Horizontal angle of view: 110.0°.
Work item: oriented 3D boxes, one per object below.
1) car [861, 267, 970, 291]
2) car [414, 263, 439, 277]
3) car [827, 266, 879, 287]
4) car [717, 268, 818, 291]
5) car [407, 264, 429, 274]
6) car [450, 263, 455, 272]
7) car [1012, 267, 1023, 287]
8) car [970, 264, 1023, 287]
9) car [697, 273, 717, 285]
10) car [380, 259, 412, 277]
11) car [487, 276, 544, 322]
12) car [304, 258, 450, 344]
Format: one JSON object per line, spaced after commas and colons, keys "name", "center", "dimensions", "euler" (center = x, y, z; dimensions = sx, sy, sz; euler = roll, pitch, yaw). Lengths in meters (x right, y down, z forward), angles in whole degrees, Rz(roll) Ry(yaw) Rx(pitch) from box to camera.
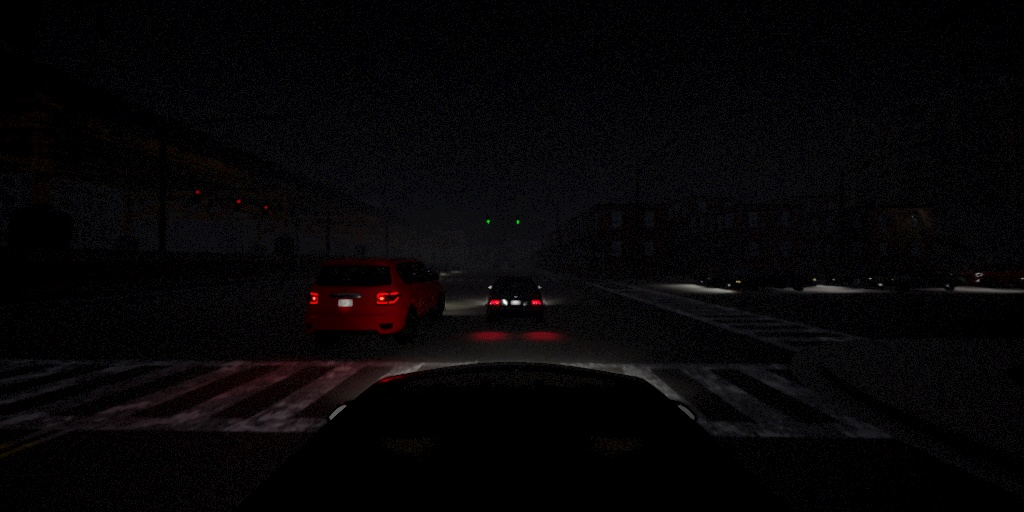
{"name": "car", "center": [26.557, 1.594, 23.720], "dimensions": [4.718, 1.301, 1.895], "euler": [0, -1, 0]}
{"name": "car", "center": [-10.583, 1.708, 44.559], "dimensions": [1.882, 1.535, 5.008], "euler": [0, -1, 0]}
{"name": "car", "center": [26.835, 1.537, 27.219], "dimensions": [4.892, 1.490, 1.837], "euler": [0, -1, 0]}
{"name": "car", "center": [17.001, 1.542, 23.730], "dimensions": [5.357, 1.411, 2.033], "euler": [0, -1, 0]}
{"name": "car", "center": [-14.016, 1.896, 53.623], "dimensions": [1.994, 1.385, 4.181], "euler": [0, -1, 2]}
{"name": "car", "center": [-10.527, 1.888, 54.576], "dimensions": [2.033, 1.411, 5.357], "euler": [0, -1, 0]}
{"name": "car", "center": [36.897, 1.593, 23.694], "dimensions": [4.718, 1.301, 1.895], "euler": [0, -1, 0]}
{"name": "car", "center": [36.297, 1.383, 27.198], "dimensions": [4.553, 1.767, 2.097], "euler": [0, -1, 0]}
{"name": "car", "center": [17.107, 1.581, 27.214], "dimensions": [5.357, 1.411, 2.033], "euler": [0, -1, 2]}
{"name": "car", "center": [-14.082, 1.444, 43.856], "dimensions": [2.150, 2.045, 5.566], "euler": [0, -1, 0]}
{"name": "car", "center": [0.102, 1.422, 12.869], "dimensions": [2.033, 1.411, 5.357], "euler": [0, -1, 0]}
{"name": "car", "center": [-3.403, 1.067, 10.026], "dimensions": [2.150, 2.045, 5.566], "euler": [0, 0, 0]}
